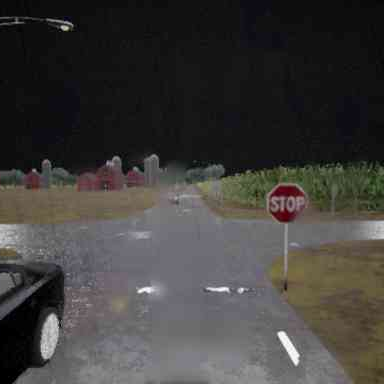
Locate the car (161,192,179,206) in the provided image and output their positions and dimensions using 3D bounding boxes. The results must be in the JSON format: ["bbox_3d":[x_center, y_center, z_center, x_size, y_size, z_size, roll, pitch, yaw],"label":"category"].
[{"bbox_3d":[-2.755,0.769,42.674,2.097,1.767,4.553,0,0,0],"label":"car"}]

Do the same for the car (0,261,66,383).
[{"bbox_3d":[-2.751,1.453,2.809,1.882,1.535,5.008,0,1,0],"label":"car"}]
